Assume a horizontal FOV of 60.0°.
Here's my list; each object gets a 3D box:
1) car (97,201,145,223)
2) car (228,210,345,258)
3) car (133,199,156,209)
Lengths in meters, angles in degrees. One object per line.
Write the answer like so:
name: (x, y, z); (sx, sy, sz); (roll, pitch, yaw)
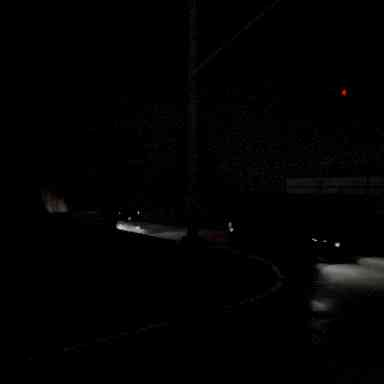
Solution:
car: (-5.711, 1.601, 25.786); (1.895, 1.301, 4.718); (0, 0, -34)
car: (3.423, 1.506, 12.956); (1.837, 1.490, 4.892); (0, 0, -34)
car: (-6.920, 1.601, 42.672); (1.895, 1.301, 4.718); (0, 0, 39)
